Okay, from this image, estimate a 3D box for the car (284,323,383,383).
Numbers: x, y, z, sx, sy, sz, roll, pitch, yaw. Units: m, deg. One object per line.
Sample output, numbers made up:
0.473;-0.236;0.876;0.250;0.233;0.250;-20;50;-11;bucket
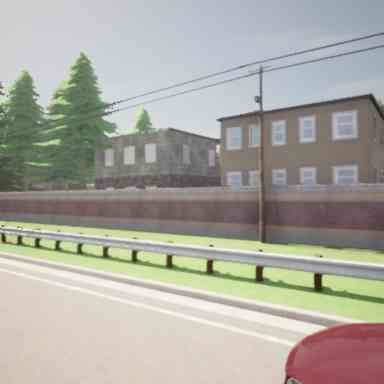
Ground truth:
2.880;1.510;1.925;4.674;1.442;1.812;-1;0;36;car
